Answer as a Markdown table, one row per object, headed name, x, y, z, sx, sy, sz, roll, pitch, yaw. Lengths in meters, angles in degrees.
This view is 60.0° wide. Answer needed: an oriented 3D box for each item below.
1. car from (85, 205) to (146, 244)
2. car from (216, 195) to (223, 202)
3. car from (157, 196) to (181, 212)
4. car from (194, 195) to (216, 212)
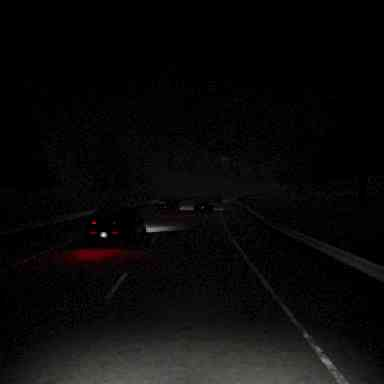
| name | x | y | z | sx | sy | sz | roll | pitch | yaw |
| --- | --- | --- | --- | --- | --- | --- | --- | --- | --- |
| car | -3.289 | 1.367 | 15.005 | 1.837 | 1.490 | 4.892 | 0 | 0 | 1 |
| car | 4.173 | 1.089 | 56.478 | 1.895 | 1.301 | 4.718 | 0 | 1 | 10 |
| car | -2.311 | 1.190 | 33.623 | 2.128 | 1.511 | 4.902 | 0 | 1 | 6 |
| car | 1.199 | 1.221 | 33.611 | 1.812 | 1.442 | 4.674 | 0 | 1 | 6 |
